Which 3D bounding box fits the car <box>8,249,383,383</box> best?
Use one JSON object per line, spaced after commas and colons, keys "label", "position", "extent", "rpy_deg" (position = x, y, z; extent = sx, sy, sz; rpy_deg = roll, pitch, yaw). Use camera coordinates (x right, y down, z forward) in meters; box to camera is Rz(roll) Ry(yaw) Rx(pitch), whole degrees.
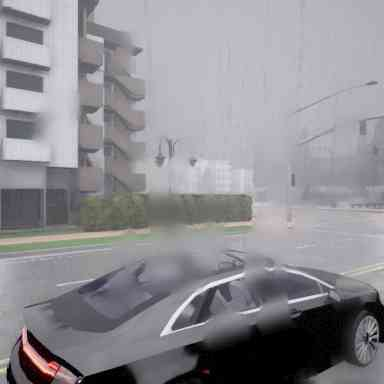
{"label": "car", "position": [0.520, 1.492, 4.128], "extent": [4.902, 1.511, 2.128], "rpy_deg": [0, 0, -35]}
